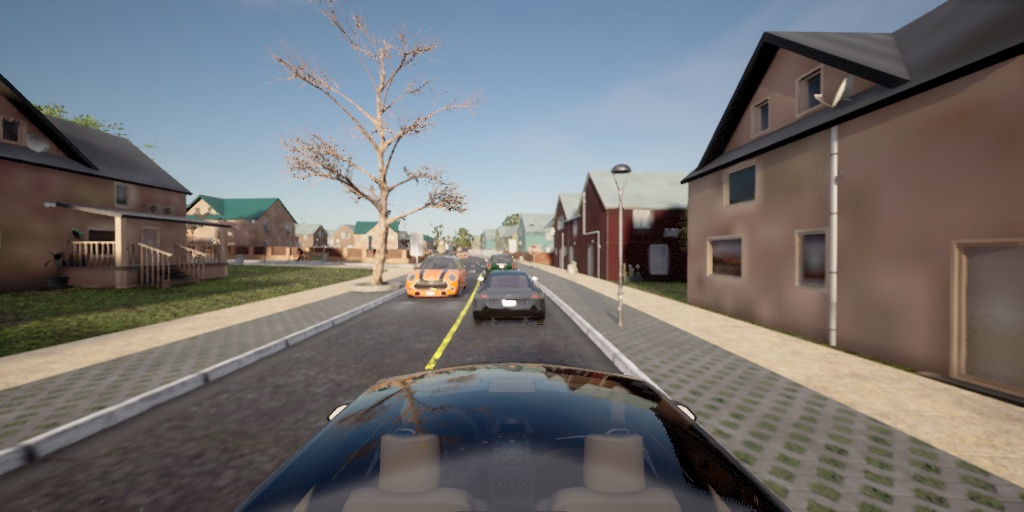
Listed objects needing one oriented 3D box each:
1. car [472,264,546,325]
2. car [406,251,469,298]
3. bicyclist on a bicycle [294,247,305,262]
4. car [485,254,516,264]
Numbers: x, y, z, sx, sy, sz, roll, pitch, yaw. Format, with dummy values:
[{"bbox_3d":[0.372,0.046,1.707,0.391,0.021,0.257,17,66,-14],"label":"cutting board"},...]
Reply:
[{"bbox_3d":[-0.118,1.114,11.013,1.994,1.385,4.181,0,1,-2],"label":"car"},{"bbox_3d":[-3.204,0.797,15.945,2.097,1.767,4.553,0,1,-2],"label":"car"},{"bbox_3d":[-23.362,-0.183,39.443,0.582,1.620,1.656,1,1,5],"label":"bicyclist on a bicycle"},{"bbox_3d":[-0.789,0.612,24.664,2.097,1.767,4.553,0,1,-4],"label":"car"}]
